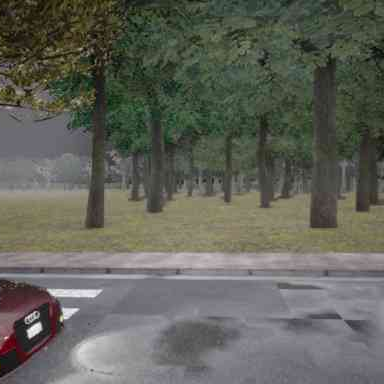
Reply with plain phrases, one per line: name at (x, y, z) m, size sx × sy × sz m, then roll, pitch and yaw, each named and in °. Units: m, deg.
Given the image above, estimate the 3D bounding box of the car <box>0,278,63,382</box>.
car at (-4.014, 1.639, 4.510) m, size 4.181 × 1.385 × 1.994 m, roll -1°, pitch 1°, yaw 6°
